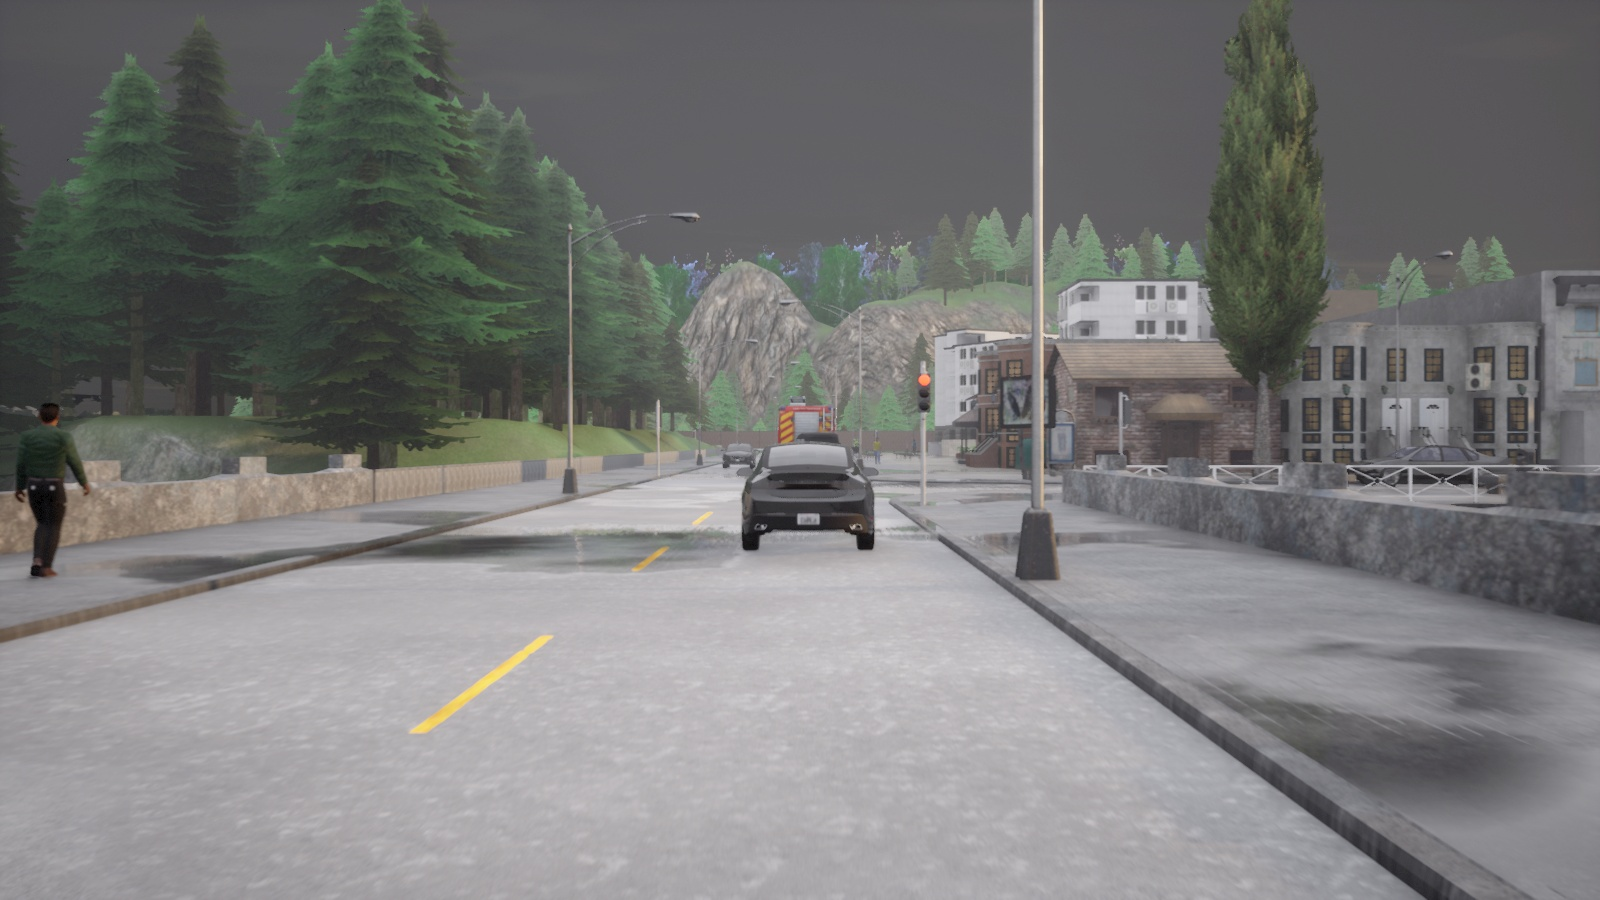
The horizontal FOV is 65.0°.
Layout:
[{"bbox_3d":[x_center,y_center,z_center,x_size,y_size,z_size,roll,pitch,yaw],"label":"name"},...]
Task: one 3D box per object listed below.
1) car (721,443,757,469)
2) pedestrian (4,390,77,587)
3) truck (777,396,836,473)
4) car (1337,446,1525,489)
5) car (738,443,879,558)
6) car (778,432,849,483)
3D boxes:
[{"bbox_3d":[-3.591,0.329,74.511,1.837,1.490,4.892,0,0,0],"label":"car"},{"bbox_3d":[-7.745,0.378,12.822,0.423,1.949,0.788,0,0,-14],"label":"pedestrian"},{"bbox_3d":[0.357,-0.793,66.501,2.891,3.827,8.468,0,0,0],"label":"truck"},{"bbox_3d":[21.355,0.570,42.679,5.357,1.411,2.033,0,0,0],"label":"car"},{"bbox_3d":[0.116,0.646,18.770,1.837,1.490,4.892,0,0,0],"label":"car"},{"bbox_3d":[0.480,0.266,48.888,1.905,1.878,3.866,0,0,-14],"label":"car"}]
